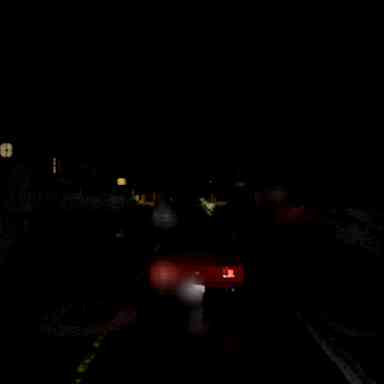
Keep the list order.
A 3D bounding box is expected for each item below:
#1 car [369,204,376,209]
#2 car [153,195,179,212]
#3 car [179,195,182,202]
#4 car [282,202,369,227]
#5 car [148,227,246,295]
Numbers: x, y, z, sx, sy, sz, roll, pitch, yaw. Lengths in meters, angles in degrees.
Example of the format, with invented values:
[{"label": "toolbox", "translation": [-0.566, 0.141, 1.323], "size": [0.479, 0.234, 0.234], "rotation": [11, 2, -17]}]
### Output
[{"label": "car", "translation": [14.847, 1.330, 24.620], "size": [5.357, 1.411, 2.033], "rotation": [0, 3, 3]}, {"label": "car", "translation": [-2.904, 1.291, 35.072], "size": [2.128, 1.511, 4.902], "rotation": [0, 0, 2]}, {"label": "car", "translation": [-2.840, 1.277, 48.147], "size": [1.812, 1.442, 4.674], "rotation": [0, 0, 0]}, {"label": "car", "translation": [8.466, 1.414, 21.864], "size": [5.008, 1.535, 1.882], "rotation": [0, 2, -4]}, {"label": "car", "translation": [0.098, 1.543, 8.537], "size": [1.895, 1.301, 4.718], "rotation": [0, 0, 0]}]
